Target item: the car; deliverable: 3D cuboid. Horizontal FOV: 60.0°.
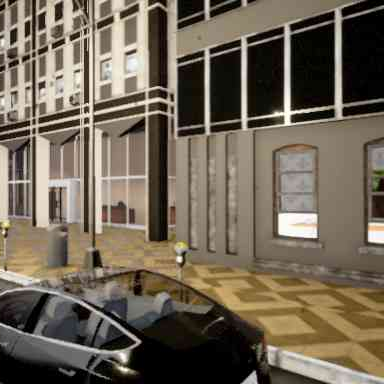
[{"bbox_3d":[-1.264,1.552,3.783,4.313,1.339,1.947,0,0,36],"label":"car"}]
